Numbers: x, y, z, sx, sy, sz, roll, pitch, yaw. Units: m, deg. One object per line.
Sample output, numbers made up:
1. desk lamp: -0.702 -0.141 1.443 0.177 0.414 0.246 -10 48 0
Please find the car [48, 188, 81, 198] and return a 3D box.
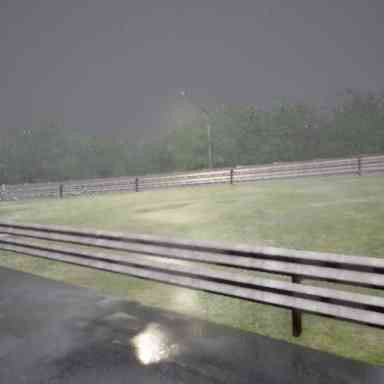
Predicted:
1. car: -17.419 0.150 45.351 4.674 1.442 1.812 -4 -2 21
